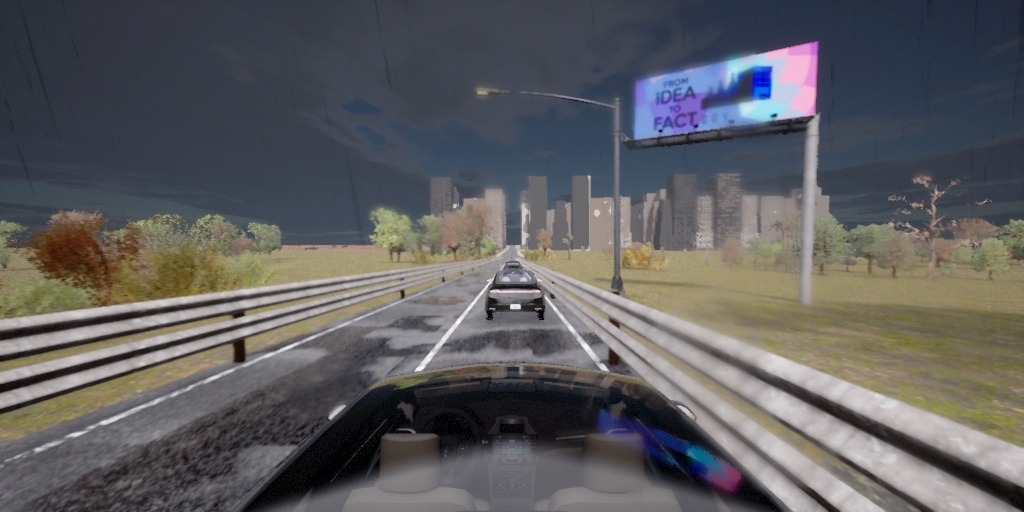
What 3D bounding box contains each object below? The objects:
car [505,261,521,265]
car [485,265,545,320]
[{"bbox_3d":[0.097,1.243,34.521,1.837,1.490,4.892,0,0,0],"label":"car"},{"bbox_3d":[0.100,1.237,12.690,2.128,1.511,4.902,0,0,0],"label":"car"}]
